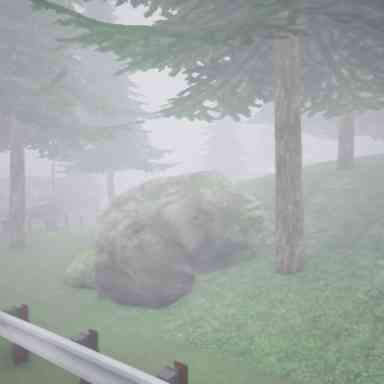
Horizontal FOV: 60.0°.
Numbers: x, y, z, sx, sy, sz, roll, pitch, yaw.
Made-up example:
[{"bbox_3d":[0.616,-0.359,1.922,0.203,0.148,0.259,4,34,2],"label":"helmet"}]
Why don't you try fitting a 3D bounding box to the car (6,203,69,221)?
[{"bbox_3d":[-12.633,1.696,27.426,1.837,1.490,4.892,-1,0,35],"label":"car"}]
